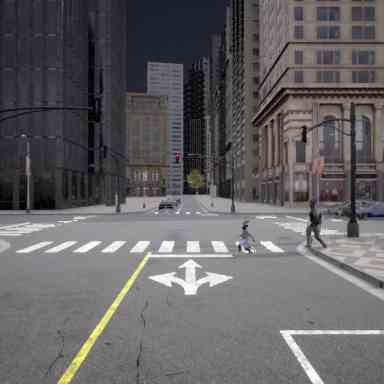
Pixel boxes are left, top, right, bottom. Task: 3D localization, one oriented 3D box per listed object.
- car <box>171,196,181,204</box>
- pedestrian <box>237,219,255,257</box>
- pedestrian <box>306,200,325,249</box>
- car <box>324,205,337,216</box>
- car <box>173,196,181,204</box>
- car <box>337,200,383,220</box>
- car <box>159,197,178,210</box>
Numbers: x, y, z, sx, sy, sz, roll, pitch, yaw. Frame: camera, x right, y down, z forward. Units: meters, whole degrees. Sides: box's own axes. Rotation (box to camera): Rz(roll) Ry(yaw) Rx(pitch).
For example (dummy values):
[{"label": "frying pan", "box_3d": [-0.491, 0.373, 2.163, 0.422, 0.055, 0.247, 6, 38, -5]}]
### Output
[{"label": "car", "box_3d": [-3.245, 1.627, 68.225, 1.837, 1.490, 4.892, 0, 0, 0]}, {"label": "pedestrian", "box_3d": [1.879, 1.298, 11.560, 0.375, 1.860, 0.375, 0, 0, 0]}, {"label": "pedestrian", "box_3d": [4.523, 1.140, 12.168, 0.375, 1.860, 0.375, 0, 0, 0]}, {"label": "car", "box_3d": [14.513, 1.488, 30.073, 4.902, 1.511, 2.128, 0, 0, -2]}, {"label": "car", "box_3d": [-3.250, 1.569, 53.380, 2.128, 1.511, 4.902, 0, 0, 0]}, {"label": "car", "box_3d": [14.993, 1.517, 26.777, 5.357, 1.411, 2.033, 0, 0, 0]}, {"label": "car", "box_3d": [-3.211, 1.654, 42.897, 1.895, 1.301, 4.718, 0, 0, 0]}]
